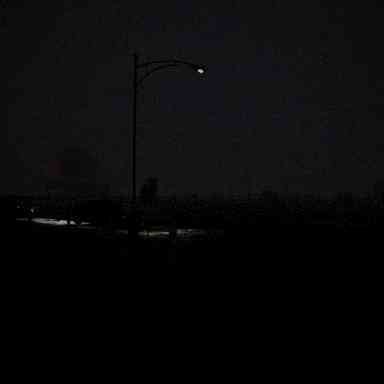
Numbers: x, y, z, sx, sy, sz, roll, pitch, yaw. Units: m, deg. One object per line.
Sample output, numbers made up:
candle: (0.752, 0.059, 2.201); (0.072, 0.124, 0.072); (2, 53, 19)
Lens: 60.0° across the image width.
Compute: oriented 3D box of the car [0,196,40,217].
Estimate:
car: (-13.605, 1.055, 25.543); (4.902, 1.511, 2.128); (1, 0, 36)

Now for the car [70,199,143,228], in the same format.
car: (-5.092, 1.180, 19.585); (5.008, 1.535, 1.882); (1, 0, 35)
